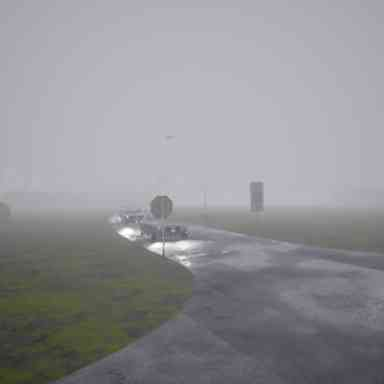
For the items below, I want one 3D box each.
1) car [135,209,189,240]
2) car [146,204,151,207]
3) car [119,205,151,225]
[{"bbox_3d":[-1.684,1.869,19.111,1.994,1.385,4.181,-1,-1,-22],"label":"car"},{"bbox_3d":[-5.959,2.352,49.067,1.895,1.301,4.718,-1,-1,-5],"label":"car"},{"bbox_3d":[-5.028,2.081,28.604,1.895,1.301,4.718,-1,-1,-17],"label":"car"}]
